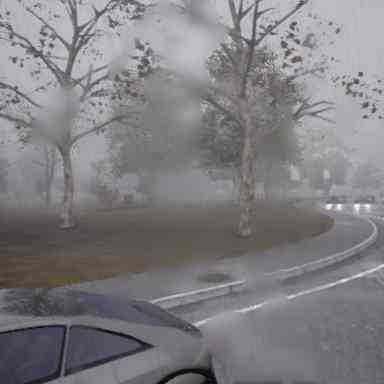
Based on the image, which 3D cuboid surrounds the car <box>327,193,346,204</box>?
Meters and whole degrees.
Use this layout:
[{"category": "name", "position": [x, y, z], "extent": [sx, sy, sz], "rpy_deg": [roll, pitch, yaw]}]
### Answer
[{"category": "car", "position": [18.516, 0.844, 42.543], "extent": [1.994, 1.385, 4.181], "rpy_deg": [-1, 1, 30]}]

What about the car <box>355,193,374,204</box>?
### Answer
[{"category": "car", "position": [21.530, 0.795, 41.429], "extent": [1.994, 1.385, 4.181], "rpy_deg": [-1, 1, 31]}]

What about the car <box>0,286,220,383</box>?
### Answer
[{"category": "car", "position": [-1.780, 1.565, 2.506], "extent": [4.181, 1.385, 1.994], "rpy_deg": [0, 0, -36]}]

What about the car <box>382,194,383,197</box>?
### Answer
[{"category": "car", "position": [33.831, 0.309, 54.059], "extent": [5.357, 1.411, 2.033], "rpy_deg": [-1, 1, -10]}]
